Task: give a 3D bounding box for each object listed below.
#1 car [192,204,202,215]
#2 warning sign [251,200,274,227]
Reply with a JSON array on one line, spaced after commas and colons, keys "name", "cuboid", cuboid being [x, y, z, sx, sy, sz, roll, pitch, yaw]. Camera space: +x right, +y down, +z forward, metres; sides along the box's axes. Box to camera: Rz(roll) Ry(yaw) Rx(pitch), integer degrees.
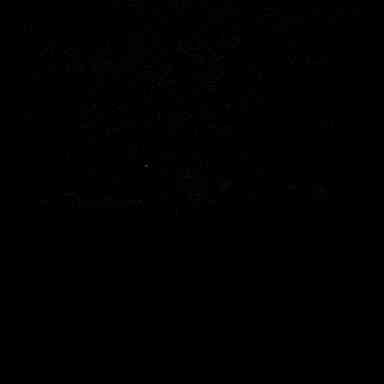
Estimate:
[{"name": "car", "cuboid": [0.151, 2.398, 44.739, 1.812, 1.442, 4.674, -1, -1, -6]}, {"name": "warning sign", "cuboid": [5.085, 1.501, 23.928, 1.300, 1.860, 1.060, -1, -1, -7]}]
